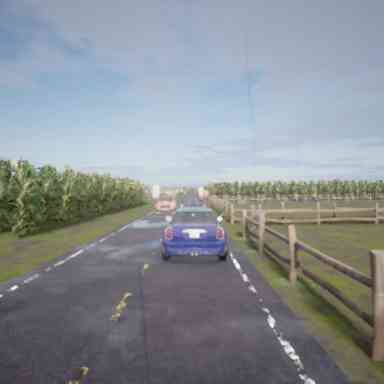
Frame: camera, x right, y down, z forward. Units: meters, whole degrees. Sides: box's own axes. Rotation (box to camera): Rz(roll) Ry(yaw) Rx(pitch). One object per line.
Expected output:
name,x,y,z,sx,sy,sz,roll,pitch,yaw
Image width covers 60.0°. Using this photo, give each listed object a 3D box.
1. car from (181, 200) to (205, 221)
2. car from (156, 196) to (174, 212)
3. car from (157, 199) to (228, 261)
car,0.086,1.426,27.590,1.837,1.490,4.892,0,0,0
car,-2.830,1.243,37.456,2.097,1.767,4.553,0,0,0
car,0.084,1.320,12.265,2.097,1.767,4.553,0,0,0
